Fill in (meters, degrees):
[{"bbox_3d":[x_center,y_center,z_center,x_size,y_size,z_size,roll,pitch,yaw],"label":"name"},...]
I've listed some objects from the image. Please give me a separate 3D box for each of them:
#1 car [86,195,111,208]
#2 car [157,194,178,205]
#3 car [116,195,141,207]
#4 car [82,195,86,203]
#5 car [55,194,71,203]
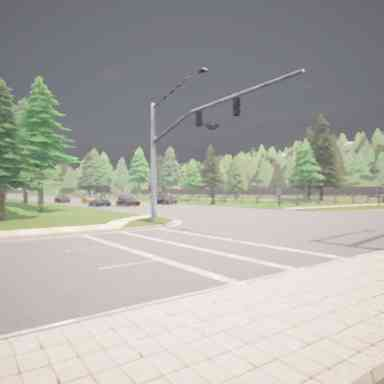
[{"bbox_3d":[-12.821,1.431,46.456,1.994,1.385,4.181,-1,0,-35],"label":"car"},{"bbox_3d":[-4.049,1.132,52.241,2.097,1.767,4.553,-1,0,-35],"label":"car"},{"bbox_3d":[-9.076,1.439,47.202,1.895,1.301,4.718,-1,0,-35],"label":"car"},{"bbox_3d":[-18.825,1.315,61.270,1.882,1.535,5.008,-1,0,-34],"label":"car"},{"bbox_3d":[-24.863,1.219,63.855,2.097,1.767,4.553,-1,0,-35],"label":"car"}]
